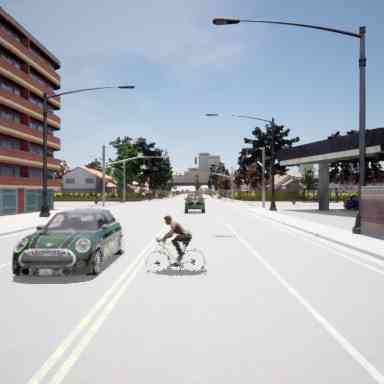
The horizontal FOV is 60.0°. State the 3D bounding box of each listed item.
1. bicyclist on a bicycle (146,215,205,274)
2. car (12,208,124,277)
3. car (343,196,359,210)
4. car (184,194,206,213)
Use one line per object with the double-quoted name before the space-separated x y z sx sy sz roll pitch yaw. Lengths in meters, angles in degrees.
"bicyclist on a bicycle" -0.471 1.455 9.102 1.656 1.620 0.582 -2 0 0
"car" -3.539 1.351 10.323 2.097 1.767 4.553 0 0 0
"car" 20.501 1.295 39.459 4.611 1.667 2.242 0 0 2
"car" 0.311 1.221 36.541 2.150 2.045 5.566 0 0 0
